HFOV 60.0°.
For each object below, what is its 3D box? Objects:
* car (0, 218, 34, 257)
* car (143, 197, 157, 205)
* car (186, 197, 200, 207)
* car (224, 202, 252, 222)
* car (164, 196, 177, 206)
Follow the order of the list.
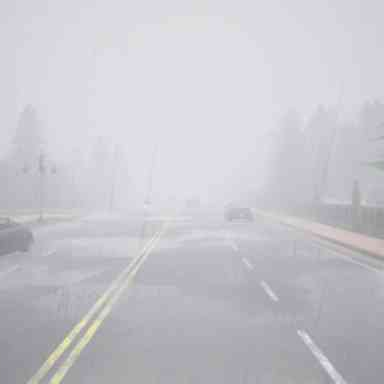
[{"bbox_3d":[-7.086,1.563,11.142,1.994,1.385,4.181,0,0,0],"label":"car"},{"bbox_3d":[-7.043,1.555,56.205,1.994,1.385,4.181,0,0,1],"label":"car"},{"bbox_3d":[0.104,1.470,49.932,1.882,1.535,5.008,0,0,0],"label":"car"},{"bbox_3d":[3.603,1.521,26.451,1.812,1.442,4.674,0,0,0],"label":"car"},{"bbox_3d":[-3.543,1.495,56.205,1.837,1.490,4.892,0,0,1],"label":"car"}]
